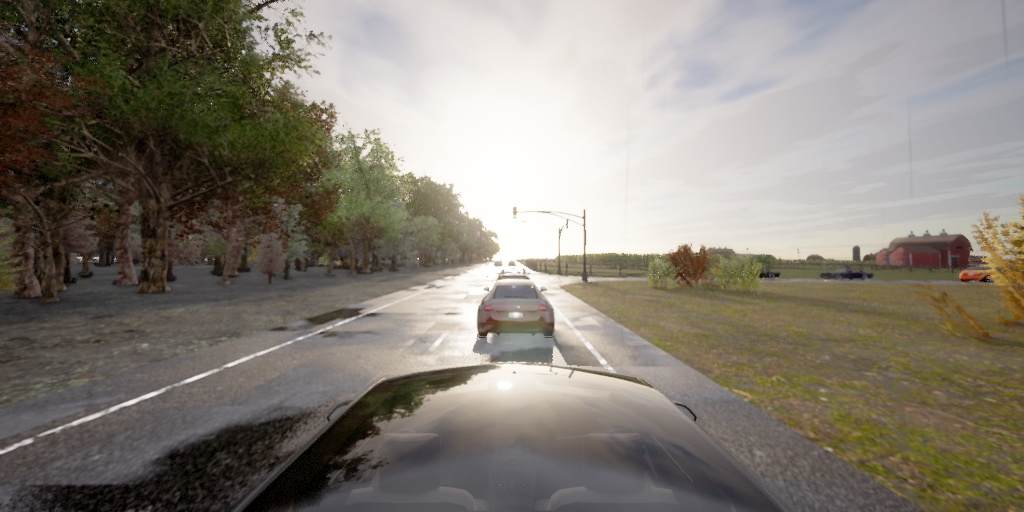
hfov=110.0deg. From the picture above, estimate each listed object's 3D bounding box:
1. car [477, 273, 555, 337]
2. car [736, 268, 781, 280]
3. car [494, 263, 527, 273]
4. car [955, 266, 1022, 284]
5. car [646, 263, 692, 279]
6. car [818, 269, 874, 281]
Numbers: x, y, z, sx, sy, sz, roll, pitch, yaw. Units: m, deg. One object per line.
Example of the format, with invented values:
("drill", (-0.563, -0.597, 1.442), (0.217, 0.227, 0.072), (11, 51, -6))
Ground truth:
("car", (0.093, 1.377, 10.487), (1.994, 1.385, 4.181), (0, 0, 0))
("car", (27.155, 1.969, 40.227), (4.718, 1.301, 1.895), (1, -1, 0))
("car", (0.090, 1.378, 20.761), (2.128, 1.511, 4.902), (0, 0, 0))
("car", (48.887, 1.872, 36.546), (4.553, 1.767, 2.097), (1, -1, 0))
("car", (17.544, 1.616, 40.311), (4.553, 1.767, 2.097), (1, -1, 1))
("car", (37.362, 2.080, 40.181), (4.718, 1.301, 1.895), (1, -1, 0))
